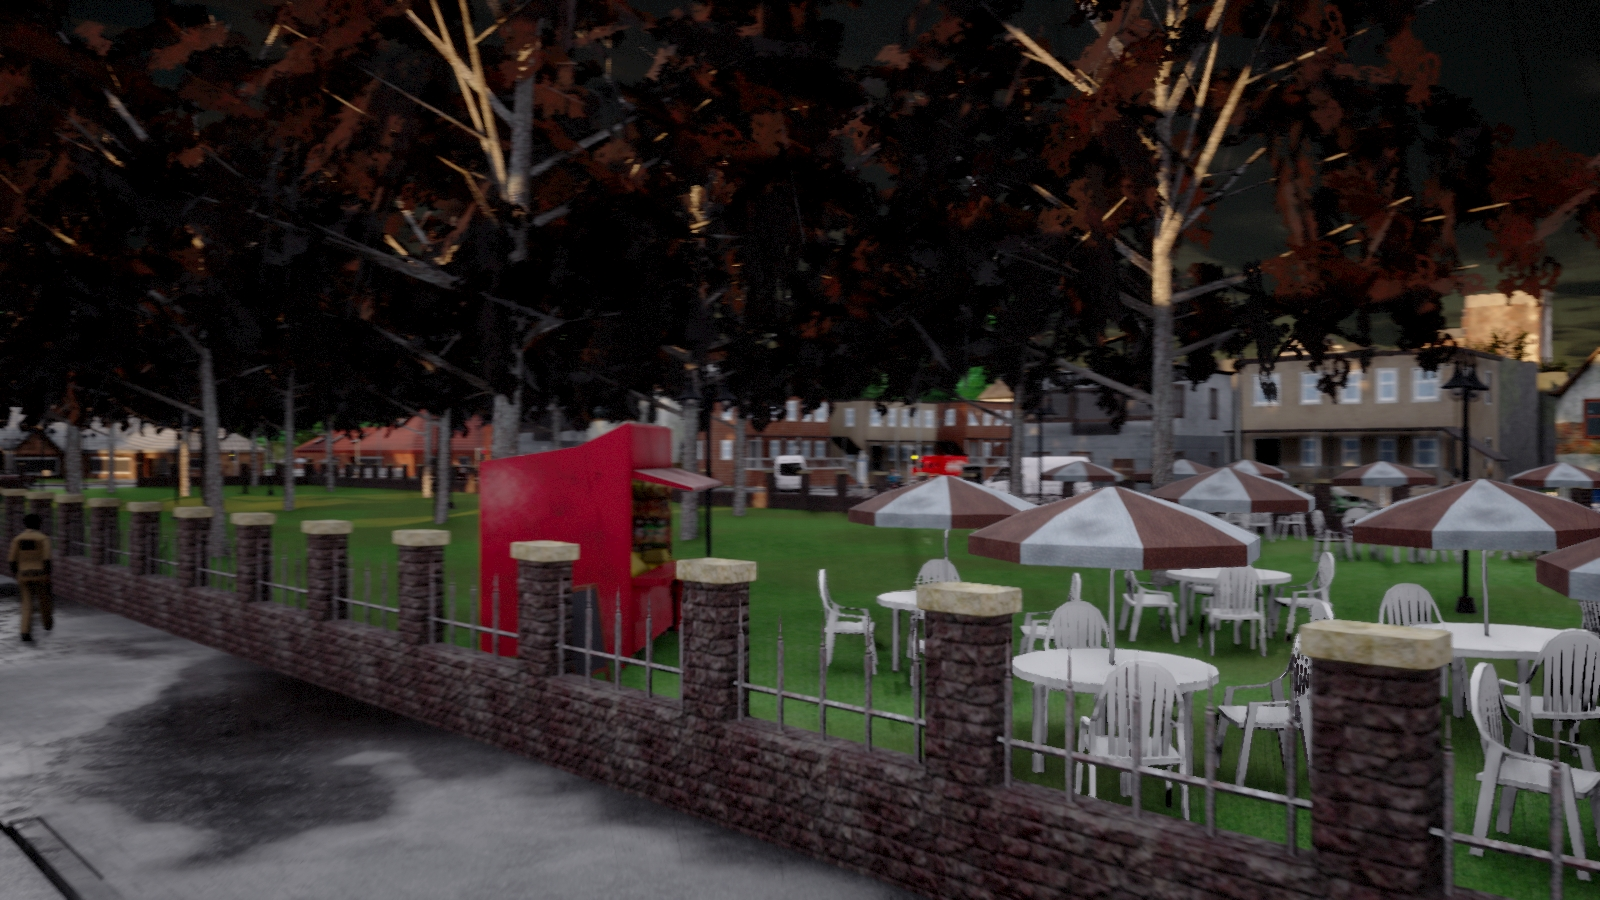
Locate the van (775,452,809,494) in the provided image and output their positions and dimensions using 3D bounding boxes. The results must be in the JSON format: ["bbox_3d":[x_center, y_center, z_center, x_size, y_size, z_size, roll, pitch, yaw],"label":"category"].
[{"bbox_3d":[-0.494,1.424,73.649,1.988,2.561,5.915,-2,0,1],"label":"van"}]

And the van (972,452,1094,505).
[{"bbox_3d":[11.662,1.401,57.630,1.988,2.561,5.915,0,-1,-45],"label":"van"}]

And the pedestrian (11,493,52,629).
[{"bbox_3d":[-10.779,1.547,16.030,0.375,1.860,0.375,0,0,-17],"label":"pedestrian"}]
